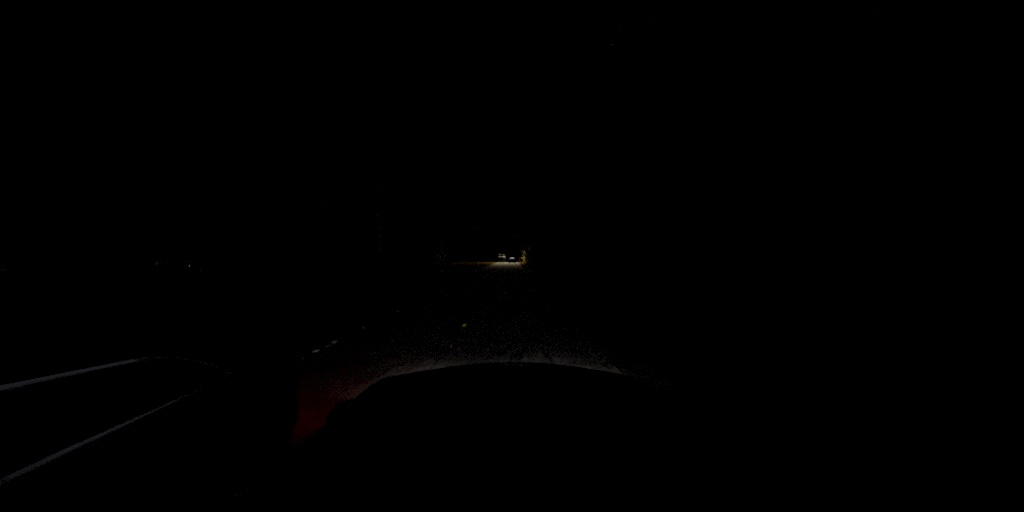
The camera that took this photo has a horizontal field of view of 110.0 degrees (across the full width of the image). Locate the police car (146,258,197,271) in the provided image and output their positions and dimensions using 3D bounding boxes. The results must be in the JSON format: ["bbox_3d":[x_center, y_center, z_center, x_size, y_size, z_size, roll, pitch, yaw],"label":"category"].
[{"bbox_3d":[-41.806,1.059,44.229,4.974,1.542,2.038,0,-1,0],"label":"police car"}]

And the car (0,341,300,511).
[{"bbox_3d":[-2.848,1.242,1.258,2.128,1.511,4.902,0,0,0],"label":"car"}]
